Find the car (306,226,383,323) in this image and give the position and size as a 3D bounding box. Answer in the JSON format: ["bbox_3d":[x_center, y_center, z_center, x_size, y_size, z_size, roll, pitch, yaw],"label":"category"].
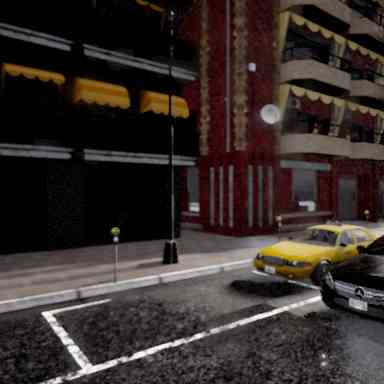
[{"bbox_3d":[4.518,1.514,6.607,4.674,1.442,1.812,0,0,-36],"label":"car"}]

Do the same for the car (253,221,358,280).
[{"bbox_3d":[3.808,1.513,9.282,4.829,1.417,1.752,0,0,-36],"label":"car"}]
